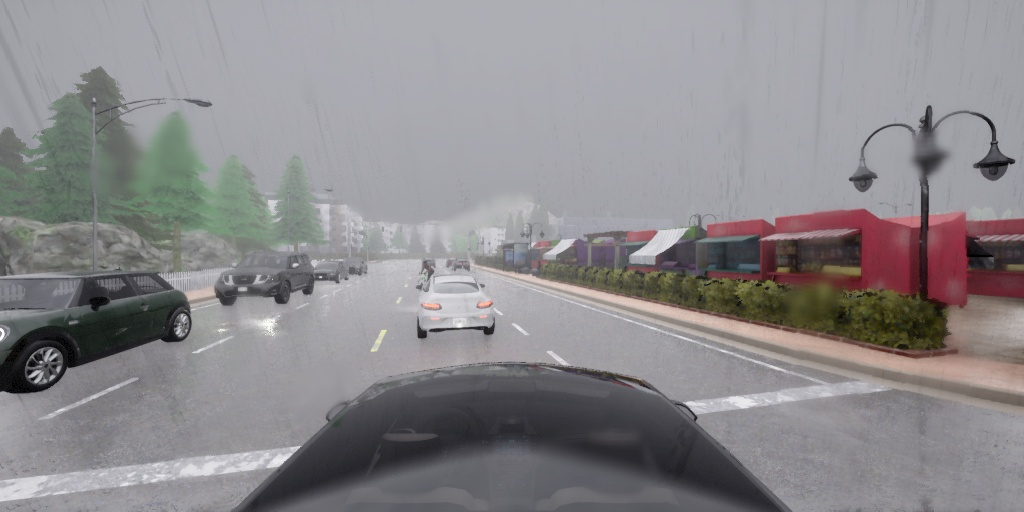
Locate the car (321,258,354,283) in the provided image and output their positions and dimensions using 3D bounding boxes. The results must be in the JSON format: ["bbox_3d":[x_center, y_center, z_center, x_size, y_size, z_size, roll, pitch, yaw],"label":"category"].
[{"bbox_3d":[-12.852,1.089,25.352,1.837,1.490,4.892,0,0,-14],"label":"car"}]

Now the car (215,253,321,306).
[{"bbox_3d":[-10.458,0.876,15.755,2.150,2.045,5.566,0,0,-14],"label":"car"}]

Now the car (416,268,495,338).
[{"bbox_3d":[-1.660,1.224,9.975,1.812,1.442,4.674,0,0,-13],"label":"car"}]

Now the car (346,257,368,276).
[{"bbox_3d":[-14.827,0.878,33.313,2.097,1.767,4.553,0,0,-14],"label":"car"}]

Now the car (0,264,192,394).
[{"bbox_3d":[-8.133,1.076,6.352,2.097,1.767,4.553,0,0,-13],"label":"car"}]

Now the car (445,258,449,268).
[{"bbox_3d":[-8.441,0.873,51.392,1.882,1.535,5.008,0,0,-14],"label":"car"}]

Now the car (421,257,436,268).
[{"bbox_3d":[-11.830,0.904,50.835,1.837,1.490,4.892,0,0,-14],"label":"car"}]

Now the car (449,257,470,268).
[{"bbox_3d":[-6.079,0.967,42.357,1.837,1.490,4.892,0,0,-14],"label":"car"}]

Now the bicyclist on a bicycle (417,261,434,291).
[{"bbox_3d":[-4.683,1.079,19.768,0.582,1.620,1.656,0,1,24],"label":"bicyclist on a bicycle"}]
